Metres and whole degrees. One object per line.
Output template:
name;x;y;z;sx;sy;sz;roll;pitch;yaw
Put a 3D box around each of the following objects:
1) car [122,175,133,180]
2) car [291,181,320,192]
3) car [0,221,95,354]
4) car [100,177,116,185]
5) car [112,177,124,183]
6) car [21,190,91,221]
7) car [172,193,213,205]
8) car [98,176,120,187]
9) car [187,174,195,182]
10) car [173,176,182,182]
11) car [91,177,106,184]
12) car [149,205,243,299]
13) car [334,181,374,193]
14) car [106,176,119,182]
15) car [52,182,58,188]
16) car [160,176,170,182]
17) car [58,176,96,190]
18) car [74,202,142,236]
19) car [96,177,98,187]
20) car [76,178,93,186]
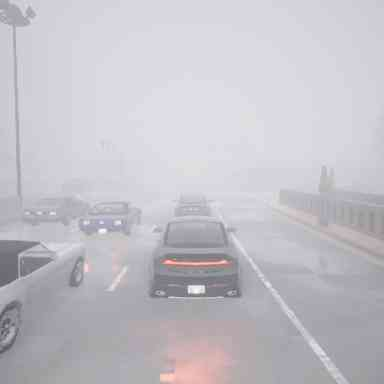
car;-14.327;-2.813;73.315;2.150;2.045;5.566;0;3;0
car;15.023;-0.643;42.381;4.674;1.442;1.812;0;3;2
car;-3.421;1.506;5.915;1.895;1.301;4.718;0;2;0
car;-17.814;-2.348;70.602;2.128;1.511;4.902;0;3;0
car;-17.861;-2.932;80.696;1.994;1.385;4.181;0;3;0
car;-6.967;0.868;17.674;2.033;1.411;5.357;0;3;0
car;0.036;0.838;17.511;1.837;1.490;4.892;0;3;-1
car;-14.329;-1.631;57.951;1.882;1.535;5.008;0;3;0
car;-0.403;-3.503;89.674;2.128;1.511;4.902;0;3;0
car;-3.897;-3.430;88.393;1.812;1.442;4.674;0;3;0
car;-21.340;-2.686;76.188;2.128;1.511;4.902;0;3;0
car;0.071;1.338;8.132;1.837;1.490;4.892;0;2;0
car;18.466;-0.473;38.771;5.008;1.535;1.882;0;3;2
car;-21.403;-3.573;89.654;2.033;1.411;5.357;0;3;0
car;-21.323;-1.331;55.042;1.895;1.301;4.718;0;3;0
car;-7.397;-3.428;88.377;1.812;1.442;4.674;0;3;0
car;-14.279;-0.903;41.658;2.150;2.045;5.566;0;4;0
car;-3.456;1.079;15.041;1.895;1.301;4.718;0;3;0
car;-17.826;-1.770;60.476;2.128;1.511;4.902;0;3;0
car;-21.293;-2.075;66.096;1.812;1.442;4.674;0;3;0
